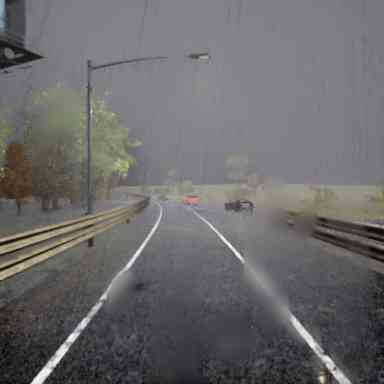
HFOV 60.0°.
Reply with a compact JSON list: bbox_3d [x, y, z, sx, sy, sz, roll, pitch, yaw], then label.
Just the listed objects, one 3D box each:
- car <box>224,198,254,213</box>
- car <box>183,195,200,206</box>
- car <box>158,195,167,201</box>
[{"bbox_3d":[4.972,1.423,35.773,2.128,1.511,4.902,0,0,-14],"label":"car"},{"bbox_3d":[-0.182,1.314,56.042,2.097,1.767,4.553,0,0,-14],"label":"car"},{"bbox_3d":[-7.597,1.472,85.232,1.882,1.535,5.008,0,0,-14],"label":"car"}]
